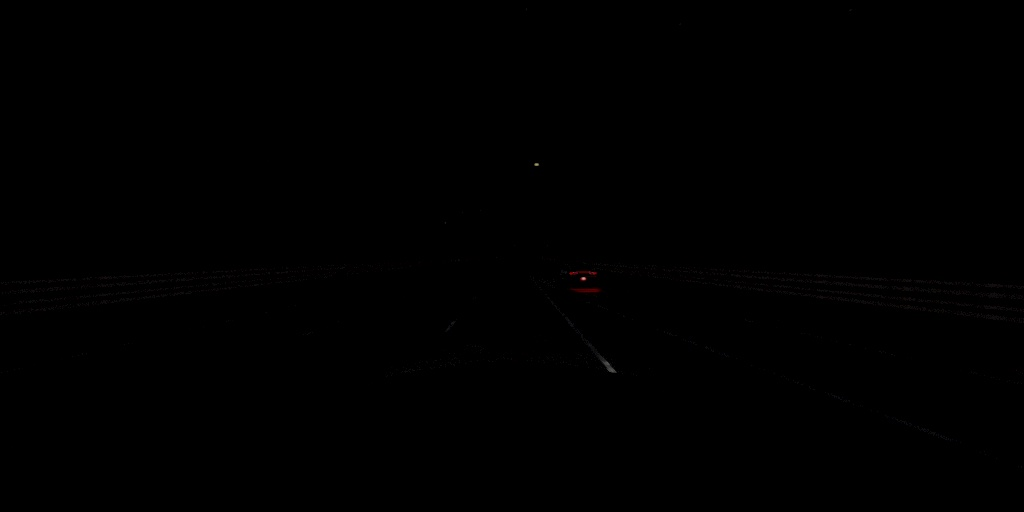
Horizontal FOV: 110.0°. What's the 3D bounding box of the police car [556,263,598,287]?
[{"bbox_3d":[4.385,1.267,25.113,2.038,1.542,4.974,0,0,-4],"label":"police car"}]
